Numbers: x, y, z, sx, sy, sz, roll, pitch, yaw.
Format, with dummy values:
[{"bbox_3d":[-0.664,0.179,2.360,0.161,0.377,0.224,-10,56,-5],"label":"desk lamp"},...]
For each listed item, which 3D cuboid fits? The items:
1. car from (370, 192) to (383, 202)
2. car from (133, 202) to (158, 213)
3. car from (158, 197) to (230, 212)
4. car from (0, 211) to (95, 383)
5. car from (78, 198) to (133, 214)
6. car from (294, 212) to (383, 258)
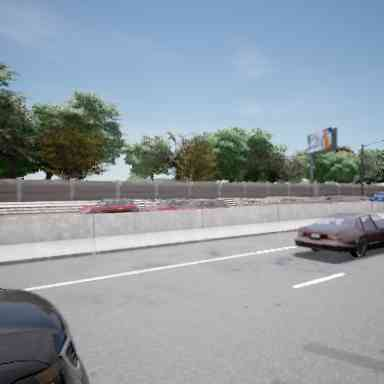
[{"bbox_3d":[29.553,0.981,50.833,5.566,2.045,2.150,0,0,-35],"label":"car"},{"bbox_3d":[-1.568,1.277,24.371,4.553,1.767,2.097,0,0,-35],"label":"car"},{"bbox_3d":[0.462,1.278,21.521,4.553,1.767,2.097,0,0,-35],"label":"car"},{"bbox_3d":[-3.293,1.233,1.396,5.566,2.045,2.150,0,0,-36],"label":"car"},{"bbox_3d":[-6.330,1.295,25.276,4.553,1.767,2.097,0,0,-35],"label":"car"},{"bbox_3d":[6.121,1.479,12.412,5.357,1.411,2.033,0,0,-35],"label":"car"}]
